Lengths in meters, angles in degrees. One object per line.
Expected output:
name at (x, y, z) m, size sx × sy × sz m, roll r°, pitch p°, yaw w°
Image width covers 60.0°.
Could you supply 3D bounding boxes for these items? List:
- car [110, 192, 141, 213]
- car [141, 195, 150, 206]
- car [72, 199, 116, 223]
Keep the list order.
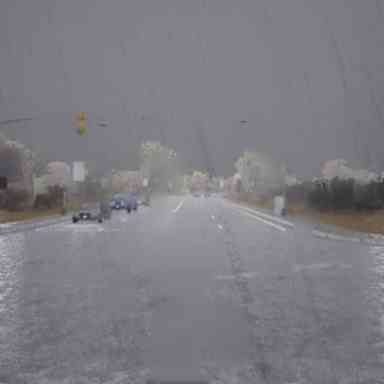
car at (-7.088, 1.027, 34.618) m, size 2.150 × 2.045 × 5.566 m, roll 0°, pitch 0°, yaw 1°
car at (-7.051, 1.227, 47.082) m, size 2.128 × 1.511 × 4.902 m, roll 0°, pitch 0°, yaw 0°
car at (-7.105, 1.429, 23.992) m, size 1.994 × 1.385 × 4.181 m, roll 0°, pitch 0°, yaw -1°
